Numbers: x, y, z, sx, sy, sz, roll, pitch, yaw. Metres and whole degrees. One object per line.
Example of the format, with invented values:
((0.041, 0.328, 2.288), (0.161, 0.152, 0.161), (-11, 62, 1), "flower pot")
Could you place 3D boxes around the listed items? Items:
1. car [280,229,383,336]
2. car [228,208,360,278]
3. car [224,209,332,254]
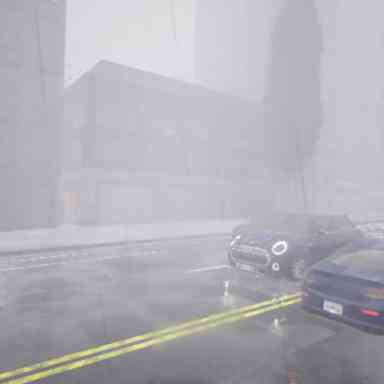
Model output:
((3.966, 1.563, 6.273), (4.674, 1.442, 1.812), (0, 0, -35), "car")
((3.253, 1.400, 9.999), (4.553, 1.767, 2.097), (0, 0, -35), "car")
((3.841, 1.575, 14.410), (4.892, 1.490, 1.837), (1, 0, -35), "car")
